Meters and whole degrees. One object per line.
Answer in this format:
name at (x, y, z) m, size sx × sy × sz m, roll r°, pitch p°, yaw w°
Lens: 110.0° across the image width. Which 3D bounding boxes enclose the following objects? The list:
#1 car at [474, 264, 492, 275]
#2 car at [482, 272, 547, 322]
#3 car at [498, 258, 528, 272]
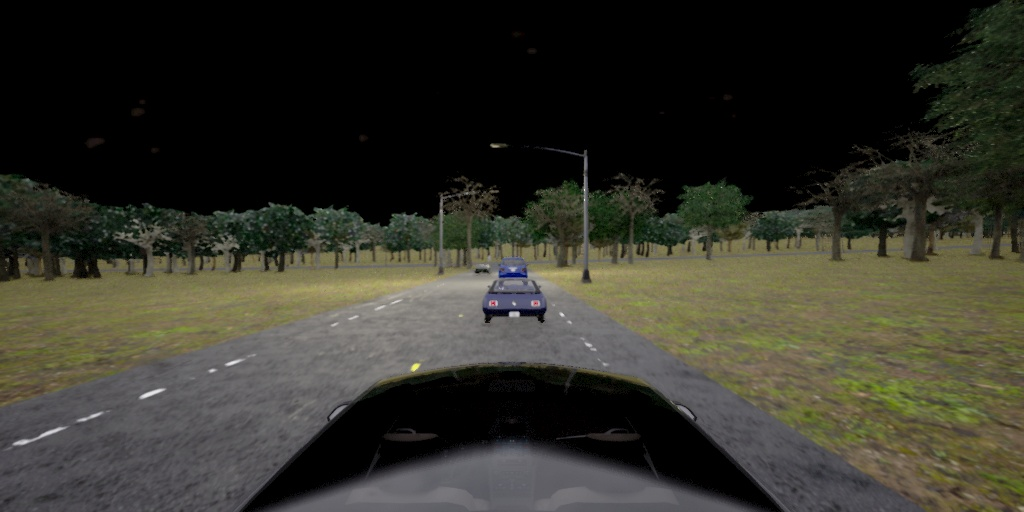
car at (-3.598, 1.673, 44.677) m, size 1.895 × 1.301 × 4.718 m, roll 0°, pitch 0°, yaw 0°
car at (0.081, 1.404, 12.448) m, size 1.895 × 1.301 × 4.718 m, roll 0°, pitch 0°, yaw 0°
car at (0.081, 1.153, 28.236) m, size 2.150 × 2.045 × 5.566 m, roll 0°, pitch -1°, yaw 0°
